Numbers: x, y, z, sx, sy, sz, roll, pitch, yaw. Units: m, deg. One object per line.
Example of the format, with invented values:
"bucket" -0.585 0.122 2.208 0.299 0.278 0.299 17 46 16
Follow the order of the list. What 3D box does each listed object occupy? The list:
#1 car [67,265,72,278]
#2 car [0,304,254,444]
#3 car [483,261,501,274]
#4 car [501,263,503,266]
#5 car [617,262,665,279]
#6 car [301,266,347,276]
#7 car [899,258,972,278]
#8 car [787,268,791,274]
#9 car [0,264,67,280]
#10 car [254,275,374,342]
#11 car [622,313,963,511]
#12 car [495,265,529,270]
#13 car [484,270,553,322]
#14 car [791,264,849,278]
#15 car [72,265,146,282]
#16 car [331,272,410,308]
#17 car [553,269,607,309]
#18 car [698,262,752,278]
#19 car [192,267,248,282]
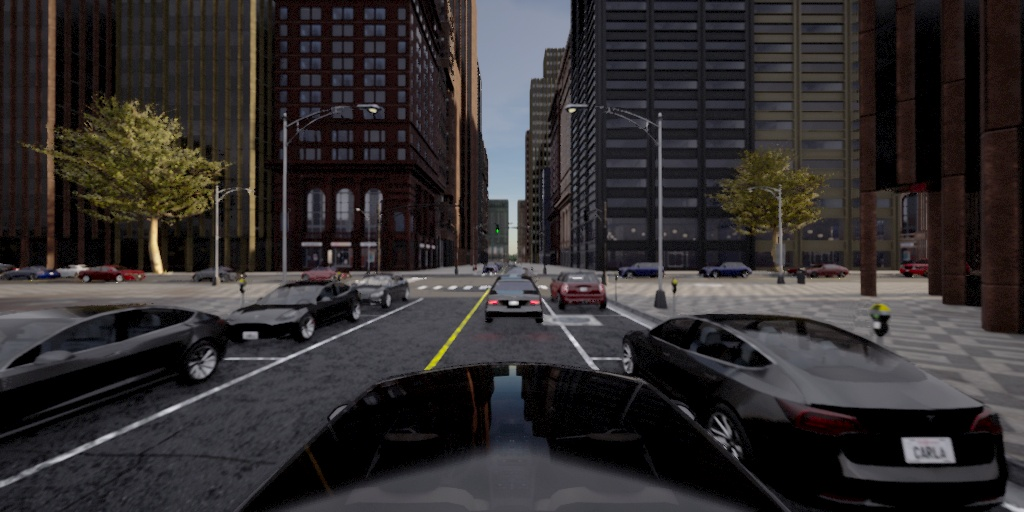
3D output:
"car" -49.223 1.770 40.374 4.674 1.442 1.812 0 0 1
"car" -5.763 1.343 4.445 1.948 1.339 4.313 0 0 0
"car" -3.054 1.616 52.039 2.097 1.767 4.553 0 -1 0
"car" -3.073 1.935 61.997 1.994 1.385 4.181 0 -1 0
"car" 13.348 1.412 37.331 4.553 1.767 2.097 0 0 0
"car" -17.464 1.684 33.814 4.181 1.385 1.994 0 0 0
"car" 43.967 1.220 37.350 5.566 2.045 2.150 0 0 0
"car" 34.061 1.632 40.617 4.718 1.301 1.895 0 0 0
"car" -49.755 1.793 37.183 4.181 1.385 1.994 0 0 0
"car" -5.763 1.398 10.081 1.948 1.339 4.313 0 0 0
"car" 2.762 1.342 4.447 1.948 1.339 4.313 0 0 0
"car" 0.605 1.536 25.001 2.033 1.411 5.357 0 -1 12
"car" 0.078 1.406 12.669 2.033 1.411 5.357 0 -1 0
"car" 32.341 1.544 37.366 4.674 1.442 1.812 0 0 0
"car" -37.578 1.654 33.778 5.008 1.535 1.882 0 0 0
"car" -5.763 1.439 15.717 2.007 1.370 4.403 0 0 0
"car" 2.762 1.328 15.719 1.967 1.591 4.097 0 0 0
"car" 22.063 1.392 37.350 4.553 1.767 2.097 0 0 0
"car" -27.471 1.712 33.796 4.181 1.385 1.994 0 0 0
